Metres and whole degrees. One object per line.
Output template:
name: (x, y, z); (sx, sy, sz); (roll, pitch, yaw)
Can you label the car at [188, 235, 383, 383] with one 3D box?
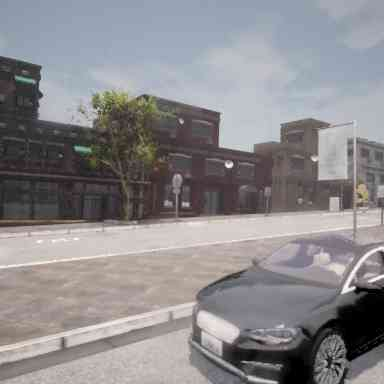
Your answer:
car: (2.221, 1.497, 5.280); (4.902, 1.511, 2.128); (0, 0, -35)
